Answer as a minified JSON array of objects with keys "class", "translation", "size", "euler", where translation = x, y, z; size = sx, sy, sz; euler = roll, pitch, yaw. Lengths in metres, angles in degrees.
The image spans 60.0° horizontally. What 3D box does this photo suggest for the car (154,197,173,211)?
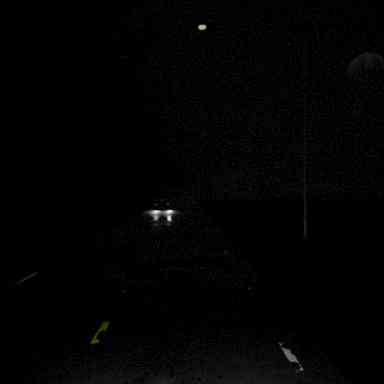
[{"class":"car","translation":[-3.359,1.352,38.834],"size":[1.812,1.442,4.674],"euler":[0,0,-1]}]
